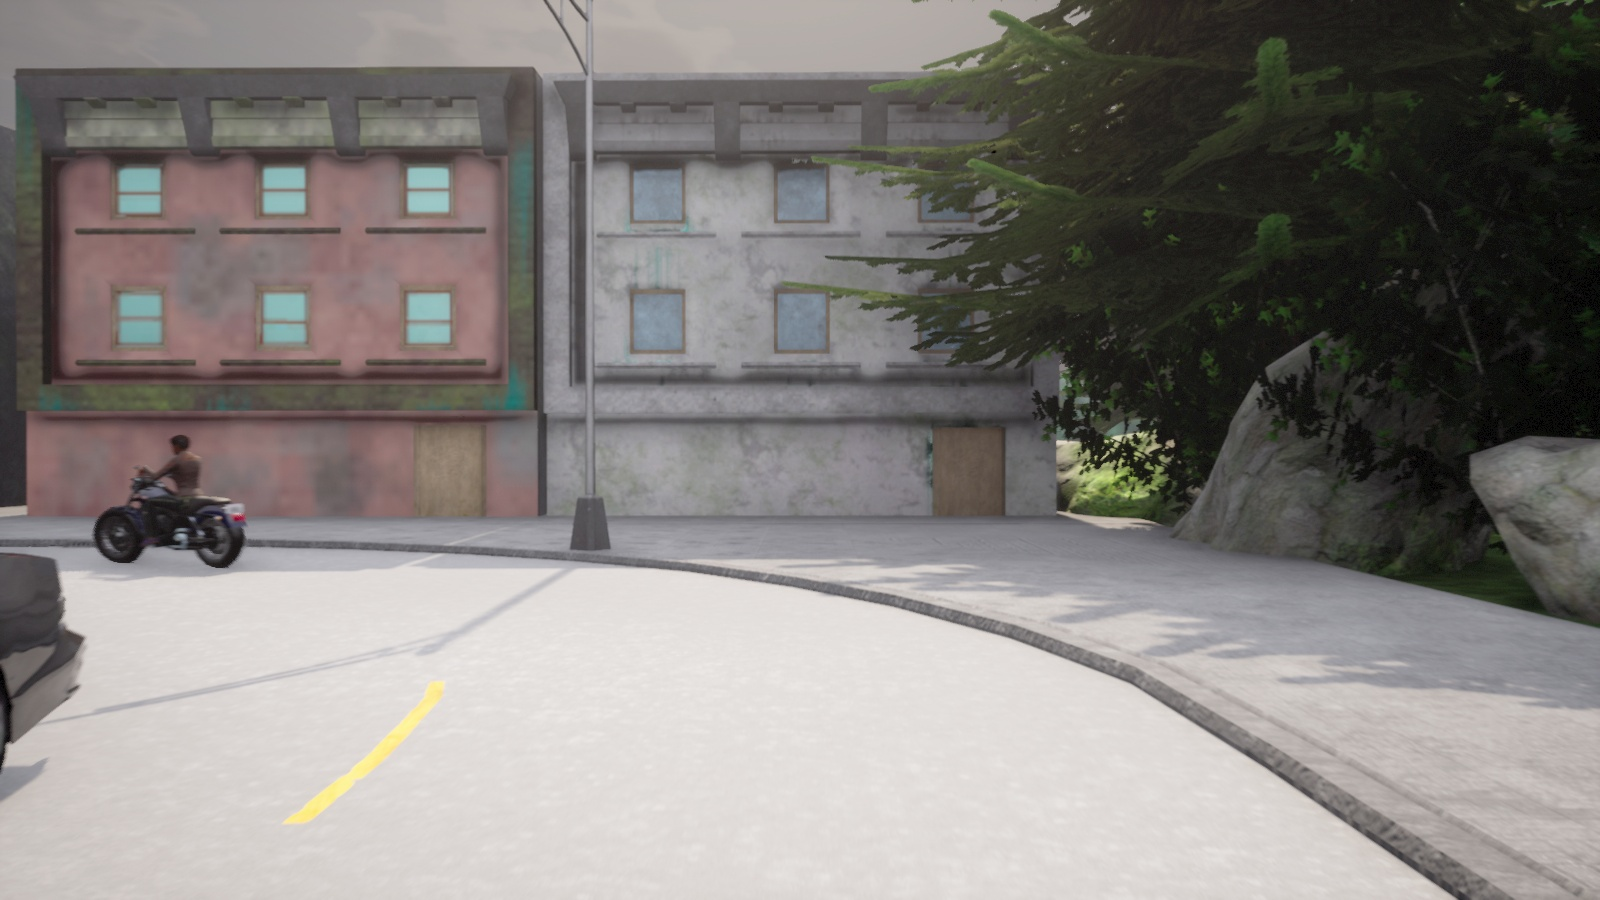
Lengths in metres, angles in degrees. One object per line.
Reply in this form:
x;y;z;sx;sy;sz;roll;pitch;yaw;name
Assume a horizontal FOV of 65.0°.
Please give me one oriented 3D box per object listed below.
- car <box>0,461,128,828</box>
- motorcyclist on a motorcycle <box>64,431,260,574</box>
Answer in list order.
-3.955;0.773;3.288;2.033;1.411;5.357;0;0;-6;car
-7.789;0.606;15.322;2.350;1.649;0.766;0;1;23;motorcyclist on a motorcycle
